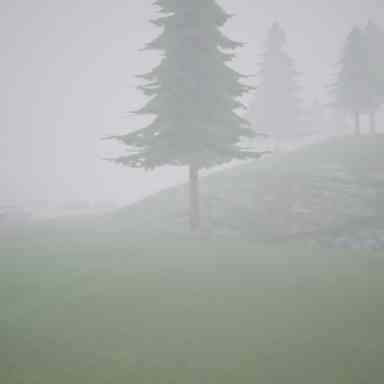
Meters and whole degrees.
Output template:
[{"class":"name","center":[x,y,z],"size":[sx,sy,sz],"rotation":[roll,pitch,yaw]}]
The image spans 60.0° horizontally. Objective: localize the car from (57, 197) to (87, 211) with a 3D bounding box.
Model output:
[{"class":"car","center":[-16.054,1.747,46.171],"size":[1.882,1.535,5.008],"rotation":[-1,0,12]}]

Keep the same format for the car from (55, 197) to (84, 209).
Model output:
[{"class":"car","center":[-18.616,1.661,50.893],"size":[2.097,1.767,4.553],"rotation":[-1,0,12]}]

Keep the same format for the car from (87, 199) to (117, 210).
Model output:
[{"class":"car","center":[-12.261,1.708,47.163],"size":[2.128,1.511,4.902],"rotation":[-1,0,12]}]

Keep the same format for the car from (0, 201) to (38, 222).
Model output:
[{"class":"car","center":[-16.065,1.780,29.043],"size":[1.812,1.442,4.674],"rotation":[-1,0,12]}]

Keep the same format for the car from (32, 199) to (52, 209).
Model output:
[{"class":"car","center":[-22.656,1.875,48.764],"size":[1.837,1.490,4.892],"rotation":[-1,-1,12]}]
